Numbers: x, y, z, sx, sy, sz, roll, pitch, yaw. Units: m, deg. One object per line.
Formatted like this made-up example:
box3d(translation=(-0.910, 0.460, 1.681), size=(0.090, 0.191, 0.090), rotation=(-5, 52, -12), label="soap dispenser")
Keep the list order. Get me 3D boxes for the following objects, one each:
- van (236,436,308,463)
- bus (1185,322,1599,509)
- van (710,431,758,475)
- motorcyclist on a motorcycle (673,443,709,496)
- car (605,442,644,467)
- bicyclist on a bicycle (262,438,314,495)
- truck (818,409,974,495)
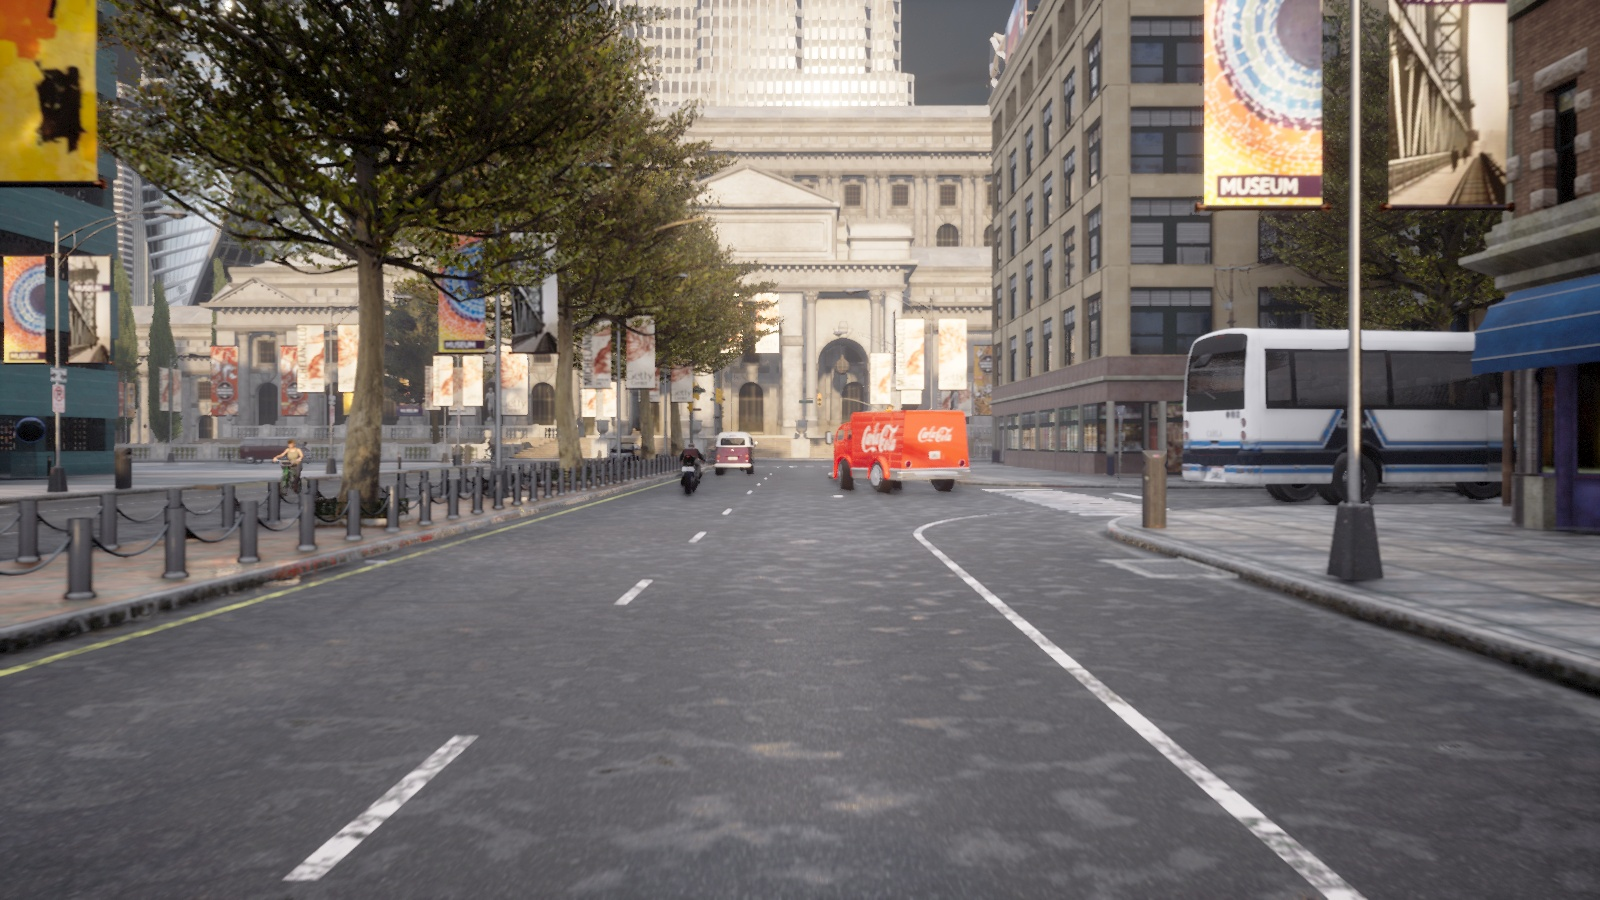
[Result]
box3d(translation=(-38.209, -0.044, 90.869), size=(4.442, 1.987, 1.775), rotation=(0, 0, 0), label="van")
box3d(translation=(15.363, -0.795, 31.426), size=(10.273, 4.253, 3.944), rotation=(0, 0, -11), label="bus")
box3d(translation=(-3.140, 0.125, 60.736), size=(2.069, 2.038, 4.480), rotation=(0, 0, 0), label="van")
box3d(translation=(-3.271, 0.566, 37.792), size=(0.866, 1.530, 2.191), rotation=(0, 0, 0), label="motorcyclist on a motorcycle")
box3d(translation=(-11.009, 0.270, 79.125), size=(1.789, 1.549, 3.705), rotation=(0, 0, 3), label="car")
box3d(translation=(-14.774, 0.467, 36.248), size=(0.866, 1.612, 1.509), rotation=(0, 0, 1), label="bicyclist on a bicycle")
box3d(translation=(2.868, 0.040, 38.933), size=(2.627, 2.467, 5.204), rotation=(-1, 0, -24), label="truck")
